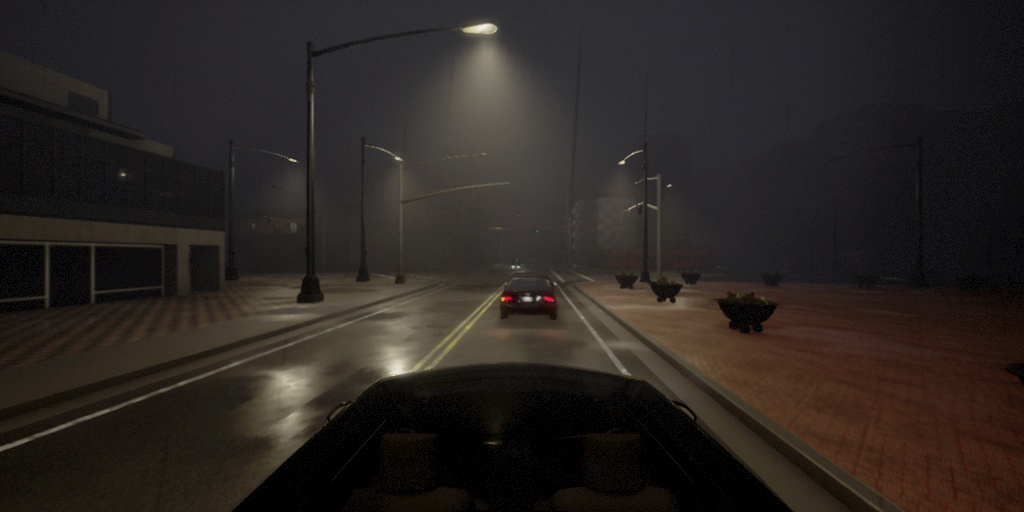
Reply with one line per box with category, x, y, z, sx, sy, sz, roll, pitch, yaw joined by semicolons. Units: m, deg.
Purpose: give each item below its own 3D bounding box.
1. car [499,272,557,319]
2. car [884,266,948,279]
car;0.635;1.294;12.817;2.033;1.411;5.357;0;0;4
car;45.824;1.844;40.679;5.357;1.411;2.033;1;0;4
